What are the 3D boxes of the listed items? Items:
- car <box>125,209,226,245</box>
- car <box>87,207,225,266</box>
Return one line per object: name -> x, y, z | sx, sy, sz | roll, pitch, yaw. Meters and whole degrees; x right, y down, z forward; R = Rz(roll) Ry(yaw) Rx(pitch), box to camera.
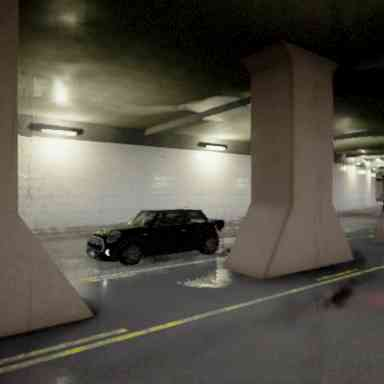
car -> -0.727, 1.596, 16.369 | 4.718, 1.301, 1.895 | 0, 0, -35
car -> -1.272, 1.349, 11.685 | 4.553, 1.767, 2.097 | 0, 0, -36
